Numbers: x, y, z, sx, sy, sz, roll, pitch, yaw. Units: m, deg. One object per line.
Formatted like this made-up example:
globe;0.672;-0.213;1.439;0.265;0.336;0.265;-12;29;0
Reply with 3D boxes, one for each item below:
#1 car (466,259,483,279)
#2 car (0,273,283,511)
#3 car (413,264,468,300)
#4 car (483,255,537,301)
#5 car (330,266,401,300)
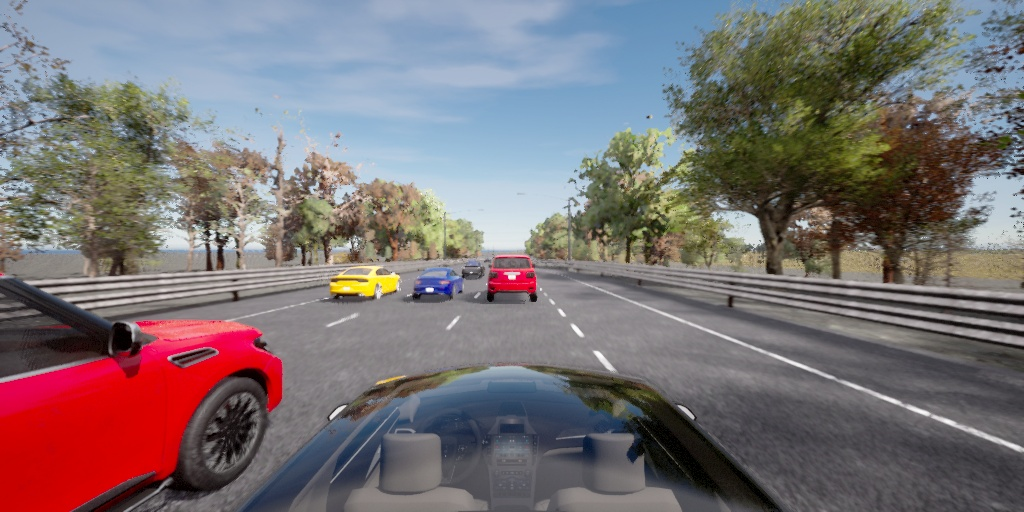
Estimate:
car;-3.504;1.243;33.228;2.128;1.511;4.902;0;0;0
car;-3.501;0.972;1.413;2.150;2.045;5.566;0;0;0
car;-3.502;1.276;17.558;1.812;1.442;4.674;0;0;0
car;-0.002;0.972;17.553;2.150;2.045;5.566;0;0;0
car;-7.002;1.228;17.638;1.882;1.535;5.008;0;0;0
